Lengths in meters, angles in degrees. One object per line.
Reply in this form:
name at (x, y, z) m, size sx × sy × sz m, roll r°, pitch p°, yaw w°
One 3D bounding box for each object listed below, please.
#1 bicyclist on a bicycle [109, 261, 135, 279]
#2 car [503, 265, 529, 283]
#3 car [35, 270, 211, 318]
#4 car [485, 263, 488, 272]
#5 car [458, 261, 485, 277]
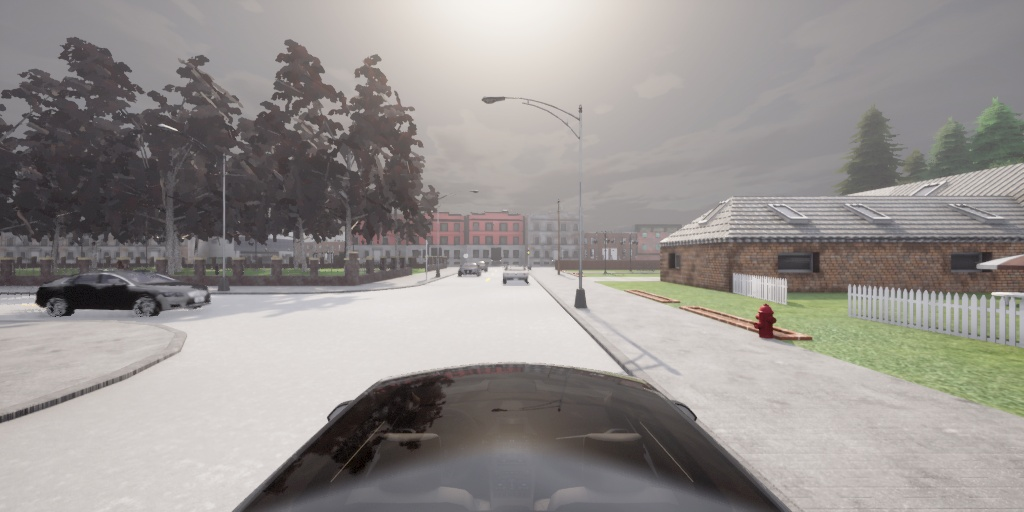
bicyclist on a bicycle at (-22.656, 1.099, 20.842) m, size 0.582 × 1.620 × 1.656 m, roll 0°, pitch 0°, yaw 0°
car at (0.210, 1.351, 28.051) m, size 1.895 × 1.301 × 4.718 m, roll 0°, pitch 0°, yaw -2°
car at (-13.279, 1.241, 12.439) m, size 4.902 × 1.511 × 2.128 m, roll 0°, pitch 0°, yaw 0°
car at (-4.108, 1.314, 45.581) m, size 1.994 × 1.385 × 4.181 m, roll 0°, pitch 0°, yaw 0°
car at (-4.124, 1.314, 35.596) m, size 1.994 × 1.385 × 4.181 m, roll 0°, pitch 0°, yaw 0°
